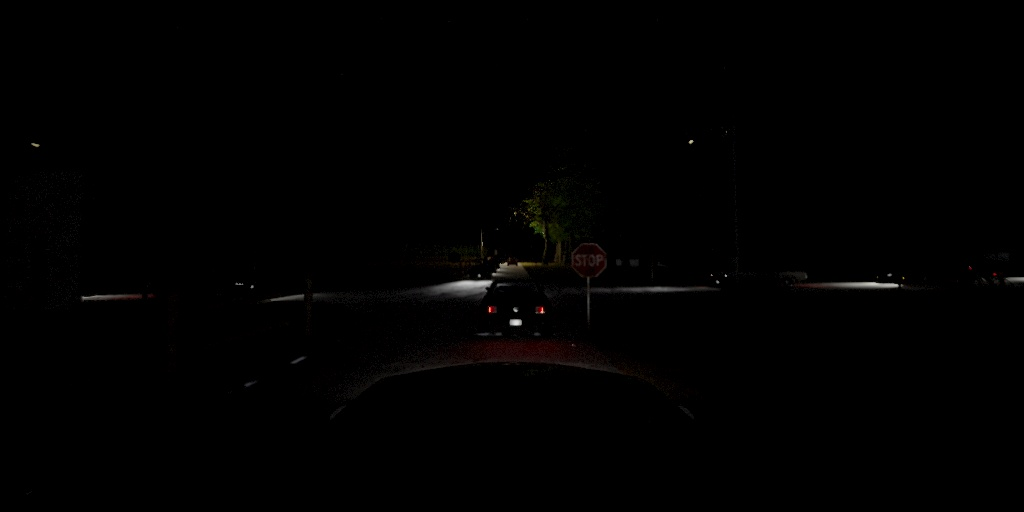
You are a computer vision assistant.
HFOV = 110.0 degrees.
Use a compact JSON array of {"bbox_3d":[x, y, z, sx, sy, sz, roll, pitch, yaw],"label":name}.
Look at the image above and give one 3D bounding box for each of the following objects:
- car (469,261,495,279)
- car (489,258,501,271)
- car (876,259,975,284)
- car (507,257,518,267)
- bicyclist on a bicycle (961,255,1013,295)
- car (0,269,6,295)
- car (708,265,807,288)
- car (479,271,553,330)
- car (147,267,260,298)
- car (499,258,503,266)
[{"bbox_3d":[-2.847,1.399,33.310,1.895,1.301,4.718,0,0,0],"label":"car"},{"bbox_3d":[-2.841,1.311,43.953,2.033,1.411,5.357,0,0,0],"label":"car"},{"bbox_3d":[24.136,0.881,21.057,4.181,1.385,1.994,-2,-1,0],"label":"car"},{"bbox_3d":[0.102,1.093,65.163,1.882,1.535,5.008,0,1,0],"label":"car"},{"bbox_3d":[19.895,0.782,15.064,0.582,1.620,1.656,-1,-1,0],"label":"bicyclist on a bicycle"},{"bbox_3d":[-25.181,1.337,17.968,5.357,1.411,2.033,0,-1,0],"label":"car"},{"bbox_3d":[14.247,1.175,21.029,4.718,1.301,1.895,-1,-1,0],"label":"car"},{"bbox_3d":[0.105,1.360,11.245,1.895,1.301,4.718,0,1,0],"label":"car"},{"bbox_3d":[-15.370,1.296,17.953,4.892,1.490,1.837,0,-1,1],"label":"car"},{"bbox_3d":[-2.825,1.201,54.607,1.837,1.490,4.892,0,1,0],"label":"car"}]
